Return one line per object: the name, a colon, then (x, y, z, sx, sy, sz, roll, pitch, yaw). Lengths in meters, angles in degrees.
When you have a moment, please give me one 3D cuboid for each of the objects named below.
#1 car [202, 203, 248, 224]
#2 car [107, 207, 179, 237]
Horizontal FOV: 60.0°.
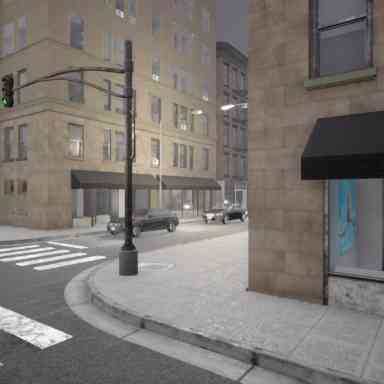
car: (2.695, 1.641, 26.299, 2.128, 1.511, 4.902, 0, 0, 35)
car: (-2.612, 1.620, 18.829, 1.812, 1.442, 4.674, 0, 0, 37)
